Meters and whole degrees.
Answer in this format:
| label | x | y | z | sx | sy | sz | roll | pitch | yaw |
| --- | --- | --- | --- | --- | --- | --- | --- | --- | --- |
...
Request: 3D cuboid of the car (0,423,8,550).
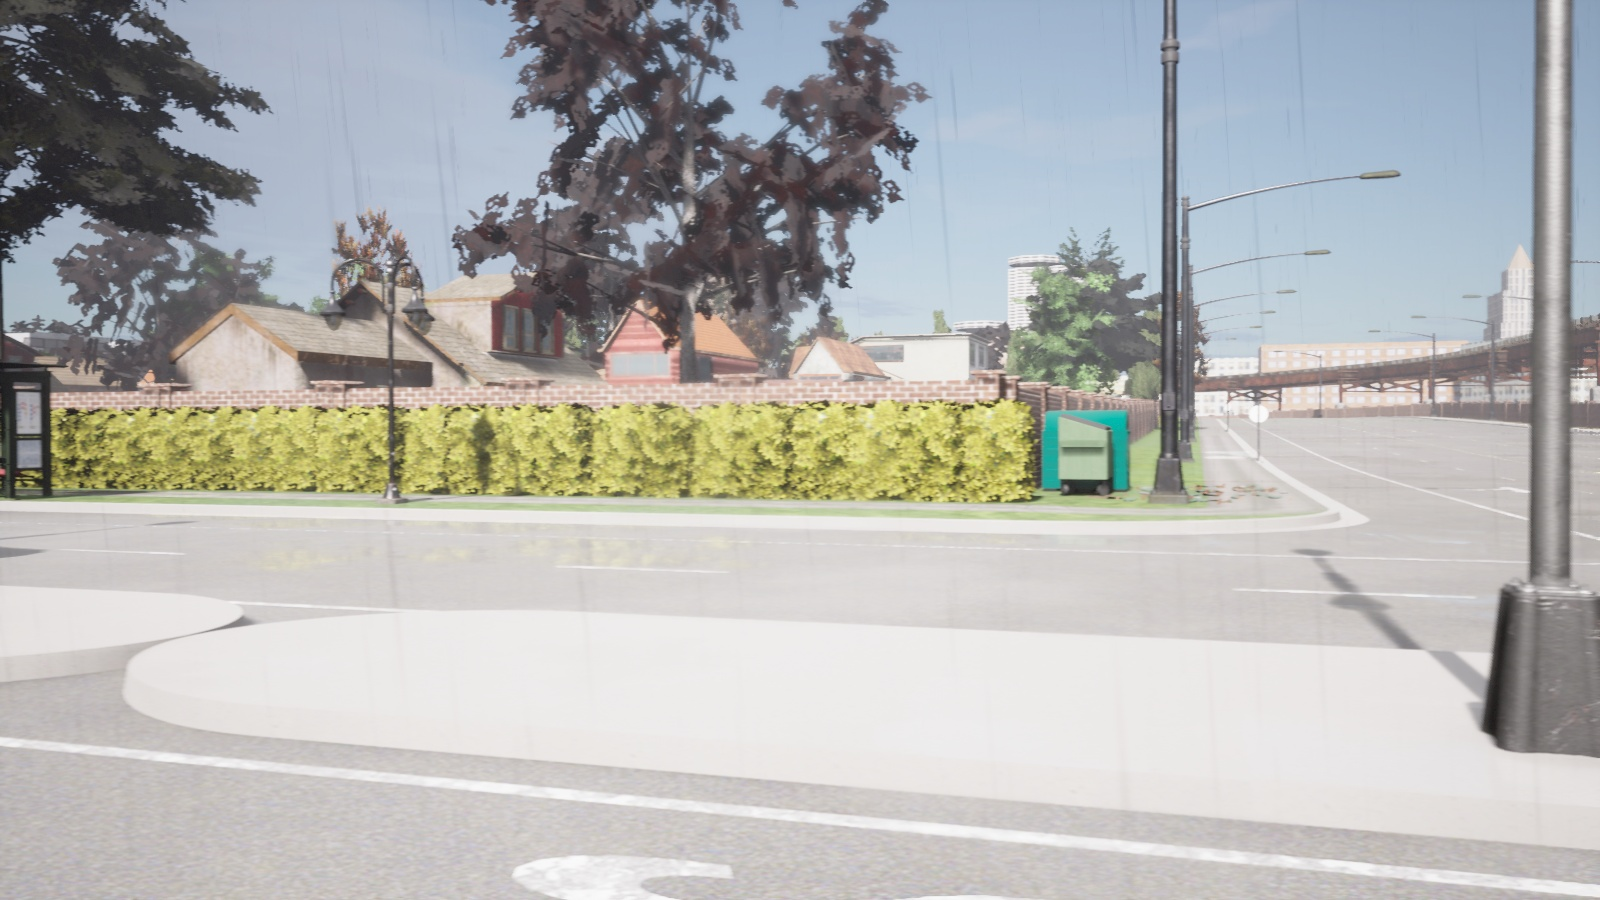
| label | x | y | z | sx | sy | sz | roll | pitch | yaw |
| --- | --- | --- | --- | --- | --- | --- | --- | --- | --- |
| car | -12.652 | 0.436 | 15.513 | 5.366 | 1.575 | 1.801 | 1 | 1 | 17 |
